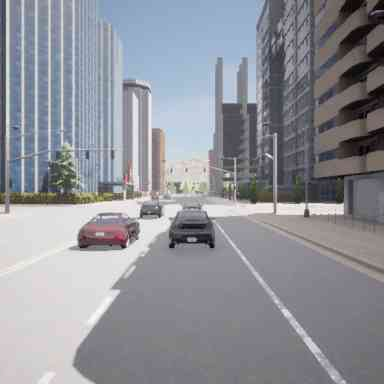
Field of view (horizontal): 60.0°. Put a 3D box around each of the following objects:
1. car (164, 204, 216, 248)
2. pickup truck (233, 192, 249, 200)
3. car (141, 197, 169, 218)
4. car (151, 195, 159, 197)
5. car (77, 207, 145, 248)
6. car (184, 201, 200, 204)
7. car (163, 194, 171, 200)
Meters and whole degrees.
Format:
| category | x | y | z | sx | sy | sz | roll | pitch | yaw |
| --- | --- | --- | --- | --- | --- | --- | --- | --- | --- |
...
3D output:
| category | x | y | z | sx | sy | sz | roll | pitch | yaw |
| --- | --- | --- | --- | --- | --- | --- | --- | --- | --- |
| car | 0.000 | 1.515 | 14.650 | 1.837 | 1.490 | 4.892 | 0 | 0 | 0 |
| pickup truck | 13.122 | 1.058 | 88.674 | 2.390 | 2.098 | 6.274 | 0 | 0 | 31 |
| car | -3.500 | 1.494 | 29.650 | 2.128 | 1.511 | 4.902 | 0 | 0 | 0 |
| car | -10.500 | 1.471 | 94.045 | 1.882 | 1.535 | 5.008 | 0 | 0 | 0 |
| car | -3.500 | 1.571 | 14.650 | 1.994 | 1.385 | 4.181 | 0 | 0 | 0 |
| car | 0.000 | 1.532 | 29.650 | 1.812 | 1.442 | 4.674 | 0 | 0 | 0 |
| car | -7.000 | 1.348 | 94.075 | 2.097 | 1.767 | 4.553 | 0 | 0 | 0 |
